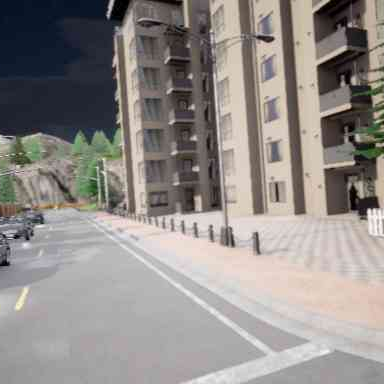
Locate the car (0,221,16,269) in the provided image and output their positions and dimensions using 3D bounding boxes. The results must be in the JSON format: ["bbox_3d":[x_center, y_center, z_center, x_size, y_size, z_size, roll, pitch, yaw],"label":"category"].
[{"bbox_3d":[-7.144,2.013,10.686,1.837,1.490,4.892,-4,0,-21],"label":"car"}]

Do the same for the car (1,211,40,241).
[{"bbox_3d":[-11.288,2.295,21.308,2.128,1.511,4.902,-4,0,-21],"label":"car"}]

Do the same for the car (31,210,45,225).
[{"bbox_3d":[-16.548,2.684,34.963,1.837,1.490,4.892,-4,-1,-21],"label":"car"}]
